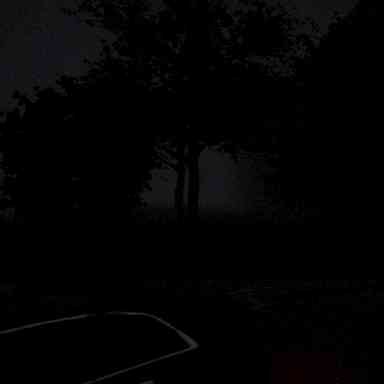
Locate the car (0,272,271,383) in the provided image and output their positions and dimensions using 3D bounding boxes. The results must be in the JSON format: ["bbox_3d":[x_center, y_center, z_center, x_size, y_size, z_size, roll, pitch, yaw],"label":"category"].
[{"bbox_3d":[-1.595,1.492,2.355,4.892,1.490,1.837,0,0,-33],"label":"car"}]
